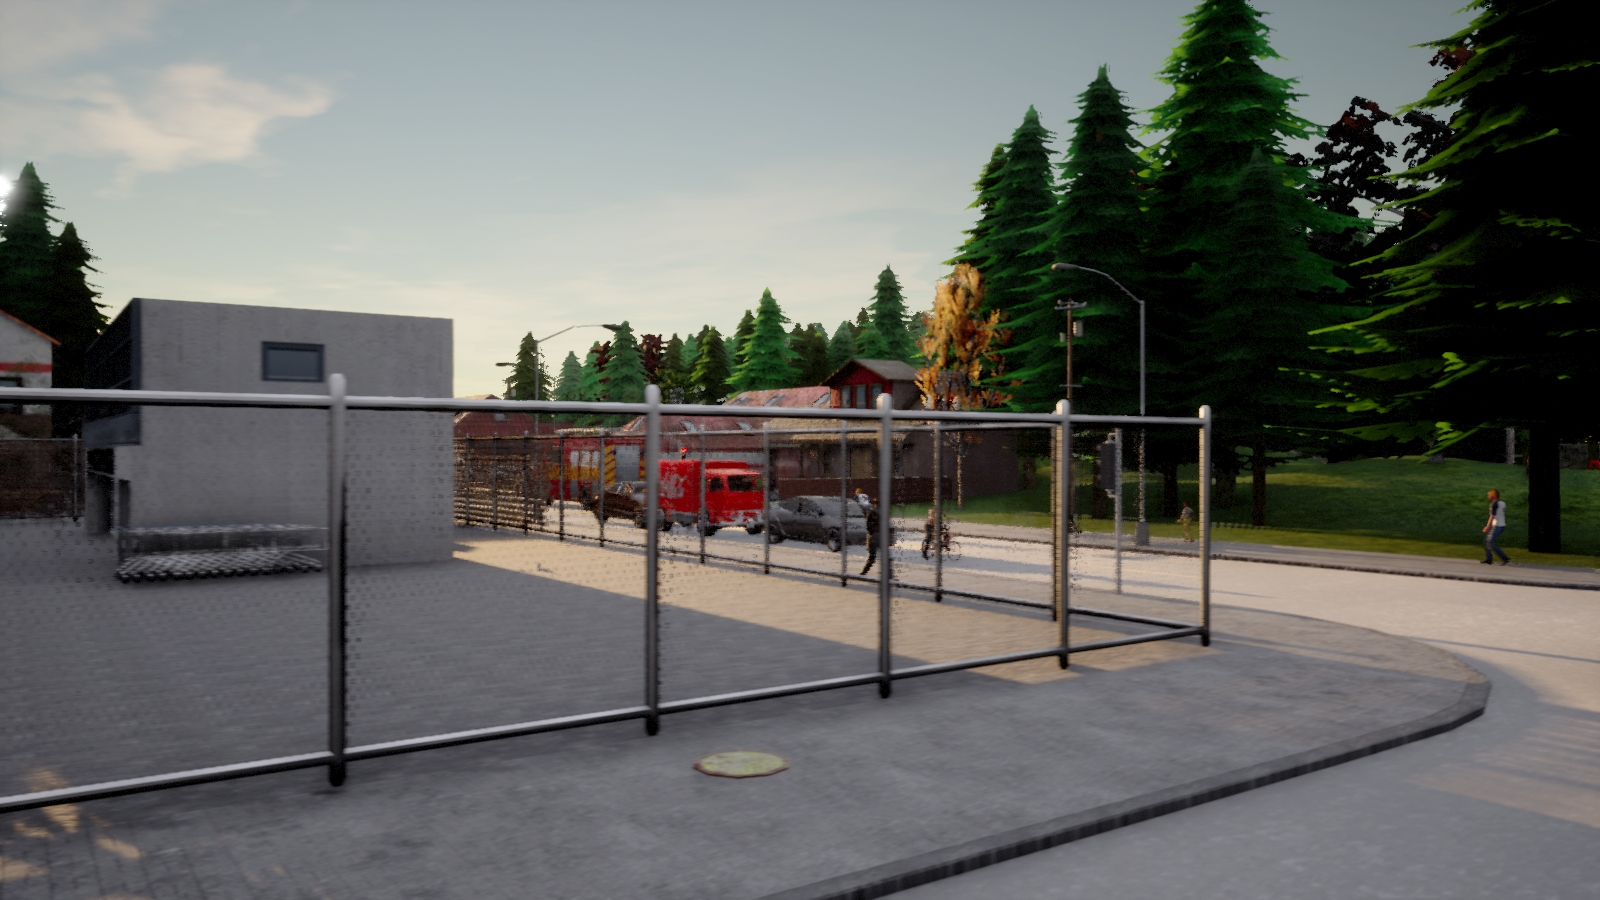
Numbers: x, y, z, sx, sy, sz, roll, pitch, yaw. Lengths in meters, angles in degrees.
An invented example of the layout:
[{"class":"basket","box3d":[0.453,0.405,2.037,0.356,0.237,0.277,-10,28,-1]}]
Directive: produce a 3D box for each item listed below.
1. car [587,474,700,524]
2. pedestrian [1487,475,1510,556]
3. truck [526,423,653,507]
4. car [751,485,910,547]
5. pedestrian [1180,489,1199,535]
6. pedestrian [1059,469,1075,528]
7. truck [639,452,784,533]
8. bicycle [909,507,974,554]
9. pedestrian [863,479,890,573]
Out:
[{"class":"car","box3d":[-5.936,1.775,42.810,2.152,1.651,5.027,0,0,-34]},{"class":"pedestrian","box3d":[16.287,1.524,26.629,0.375,1.860,0.375,0,0,-43]},{"class":"truck","box3d":[-10.527,0.671,56.250,2.891,3.827,8.468,0,0,-35]},{"class":"car","box3d":[0.791,1.843,33.084,2.163,1.488,4.792,0,0,-35]},{"class":"pedestrian","box3d":[11.341,1.805,33.269,0.375,1.300,0.375,0,0,-43]},{"class":"pedestrian","box3d":[8.448,1.524,36.145,0.375,1.860,0.375,0,0,45]},{"class":"truck","box3d":[-3.090,1.339,38.656,2.627,2.467,5.204,0,0,-35]},{"class":"bicycle","box3d":[3.592,2.036,29.081,0.859,1.080,1.487,0,0,-35]},{"class":"pedestrian","box3d":[1.540,1.516,23.010,0.375,1.860,0.375,0,0,-42]}]
